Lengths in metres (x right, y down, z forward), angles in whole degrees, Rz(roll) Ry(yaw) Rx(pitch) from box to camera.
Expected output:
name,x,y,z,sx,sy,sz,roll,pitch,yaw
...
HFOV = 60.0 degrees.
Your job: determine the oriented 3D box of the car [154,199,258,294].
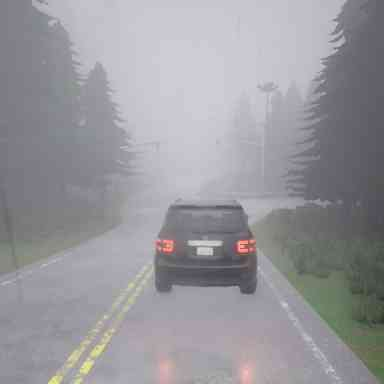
name,x,y,z,sx,sy,sz,roll,pitch,yaw
car,0.381,1.193,8.897,2.150,2.045,5.566,0,0,3
